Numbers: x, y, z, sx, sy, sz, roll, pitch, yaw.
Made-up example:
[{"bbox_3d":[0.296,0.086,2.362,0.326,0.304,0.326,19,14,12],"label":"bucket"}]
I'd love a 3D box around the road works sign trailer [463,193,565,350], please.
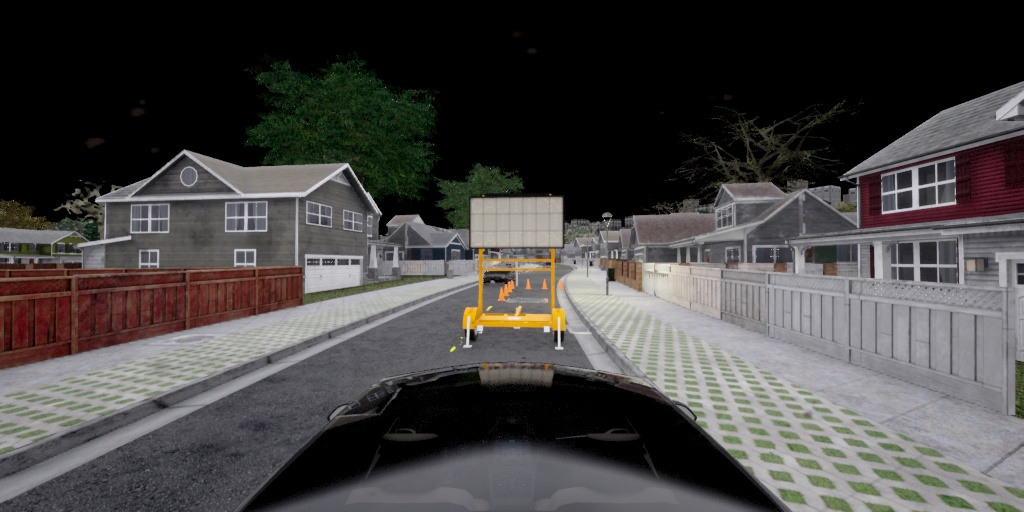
[{"bbox_3d":[0.130,0.219,9.167,2.380,3.560,2.880,0,0,5],"label":"road works sign trailer"}]

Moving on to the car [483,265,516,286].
[{"bbox_3d":[-0.869,1.334,26.255,2.033,1.411,5.357,0,0,9],"label":"car"}]
